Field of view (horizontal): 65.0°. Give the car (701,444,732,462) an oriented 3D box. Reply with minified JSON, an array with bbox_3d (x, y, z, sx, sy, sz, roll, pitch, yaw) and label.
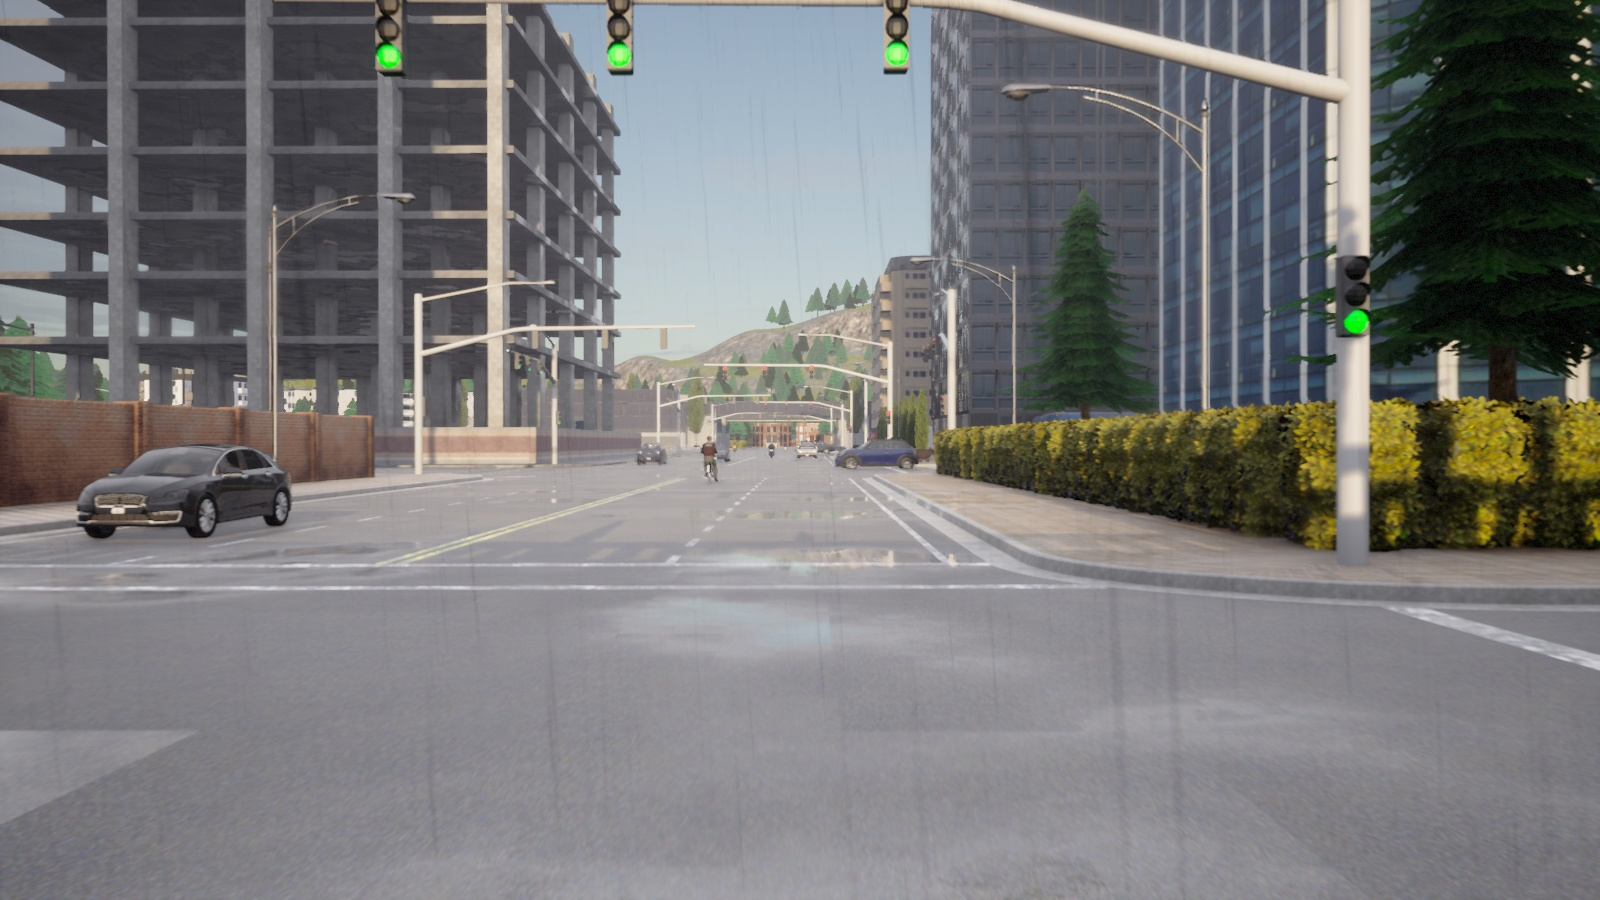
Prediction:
[{"bbox_3d":[-6.436,0.221,97.677,2.033,1.411,5.357,0,0,0],"label":"car"}]

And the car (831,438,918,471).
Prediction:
[{"bbox_3d":[4.023,0.213,68.374,4.553,1.767,2.097,0,0,0],"label":"car"}]

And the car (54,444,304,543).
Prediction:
[{"bbox_3d":[-10.366,0.645,21.445,1.837,1.490,4.892,0,0,0],"label":"car"}]

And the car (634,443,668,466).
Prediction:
[{"bbox_3d":[-10.009,0.266,84.774,1.845,1.501,3.633,0,0,0],"label":"car"}]
